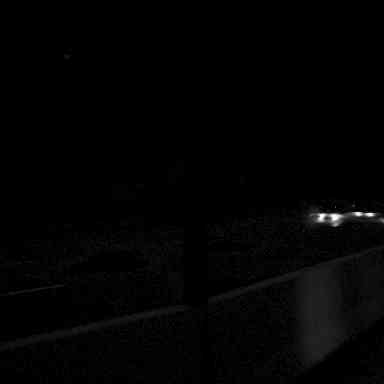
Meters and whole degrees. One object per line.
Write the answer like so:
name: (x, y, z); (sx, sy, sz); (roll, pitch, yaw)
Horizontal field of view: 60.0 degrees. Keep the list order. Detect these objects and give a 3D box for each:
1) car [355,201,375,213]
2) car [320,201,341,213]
car: (20.397, 1.706, 39.293); (1.994, 1.385, 4.181); (0, 0, 27)
car: (16.036, 1.750, 38.481); (1.895, 1.301, 4.718); (0, 0, 29)
